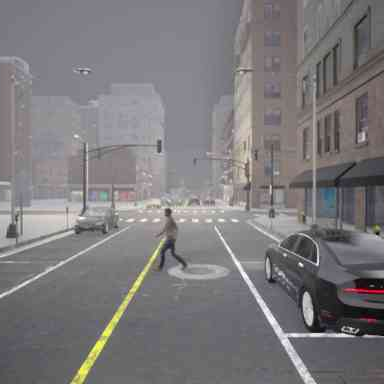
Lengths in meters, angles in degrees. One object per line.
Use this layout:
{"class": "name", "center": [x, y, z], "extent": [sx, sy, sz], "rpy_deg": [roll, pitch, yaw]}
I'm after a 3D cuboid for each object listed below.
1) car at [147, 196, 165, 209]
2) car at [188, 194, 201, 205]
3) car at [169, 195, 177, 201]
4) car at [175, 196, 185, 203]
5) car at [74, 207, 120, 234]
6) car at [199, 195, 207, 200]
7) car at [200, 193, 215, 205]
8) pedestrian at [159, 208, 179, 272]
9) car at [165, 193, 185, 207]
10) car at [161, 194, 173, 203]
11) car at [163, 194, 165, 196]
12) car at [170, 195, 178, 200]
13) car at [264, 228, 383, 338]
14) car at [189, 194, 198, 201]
{"class": "car", "center": [-5.168, 1.518, 45.612], "extent": [1.752, 1.417, 4.829], "rpy_deg": [0, 0, 0]}
{"class": "car", "center": [0.374, 1.497, 58.249], "extent": [1.837, 1.490, 4.892], "rpy_deg": [0, 0, 0]}
{"class": "car", "center": [-4.975, 1.573, 85.416], "extent": [1.802, 1.307, 4.206], "rpy_deg": [0, 0, 0]}
{"class": "car", "center": [-2.437, 1.495, 67.582], "extent": [1.837, 1.490, 4.892], "rpy_deg": [0, 0, 1]}
{"class": "car", "center": [-5.297, 1.547, 18.937], "extent": [2.008, 1.369, 4.403], "rpy_deg": [0, 0, 0]}
{"class": "car", "center": [3.077, 1.541, 91.038], "extent": [2.008, 1.369, 4.403], "rpy_deg": [0, 0, 0]}
{"class": "car", "center": [2.913, 1.432, 57.067], "extent": [1.967, 1.590, 4.097], "rpy_deg": [0, 0, 0]}
{"class": "pedestrian", "center": [-0.647, 1.292, 9.252], "extent": [0.375, 1.860, 0.375], "rpy_deg": [0, 0, -8]}
{"class": "car", "center": [-2.585, 1.344, 51.645], "extent": [2.097, 1.767, 4.553], "rpy_deg": [0, 0, 0]}
{"class": "car", "center": [-5.057, 1.306, 68.430], "extent": [2.192, 1.841, 5.009], "rpy_deg": [0, 0, 0]}
{"class": "car", "center": [-5.085, 1.542, 62.768], "extent": [2.008, 1.369, 4.403], "rpy_deg": [0, 0, 0]}
{"class": "car", "center": [-4.948, 1.516, 90.907], "extent": [1.752, 1.417, 4.829], "rpy_deg": [0, 0, 0]}
{"class": "car", "center": [2.782, 1.505, 6.773], "extent": [1.837, 1.490, 4.892], "rpy_deg": [0, 0, 0]}
{"class": "car", "center": [0.414, 1.346, 85.813], "extent": [2.097, 1.767, 4.553], "rpy_deg": [0, 0, 0]}
